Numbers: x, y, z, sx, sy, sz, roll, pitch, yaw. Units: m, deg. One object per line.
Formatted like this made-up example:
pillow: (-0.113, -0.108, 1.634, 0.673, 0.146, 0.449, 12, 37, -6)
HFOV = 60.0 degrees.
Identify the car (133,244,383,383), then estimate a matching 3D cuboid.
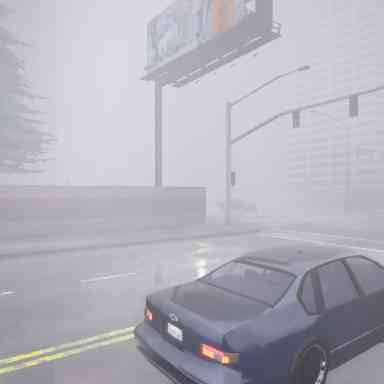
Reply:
car: (1.832, 1.547, 5.069, 5.357, 1.411, 2.033, 0, 0, -37)

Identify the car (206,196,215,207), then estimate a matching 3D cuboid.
car: (4.091, 1.352, 50.808, 2.097, 1.767, 4.553, 0, 0, -35)

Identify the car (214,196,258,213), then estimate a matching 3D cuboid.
car: (5.092, 1.478, 36.865, 1.882, 1.535, 5.008, 0, 0, -35)
